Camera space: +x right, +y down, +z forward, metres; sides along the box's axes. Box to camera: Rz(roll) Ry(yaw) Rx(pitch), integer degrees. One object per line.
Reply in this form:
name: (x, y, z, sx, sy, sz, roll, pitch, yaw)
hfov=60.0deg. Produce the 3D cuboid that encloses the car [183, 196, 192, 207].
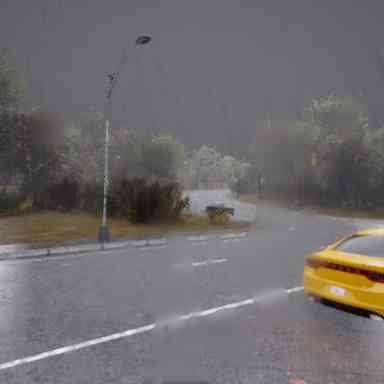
car: (-1.277, 1.506, 53.775, 1.837, 1.490, 4.892, 2, 2, -13)

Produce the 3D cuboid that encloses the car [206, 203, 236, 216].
car: (3.333, 2.004, 38.874, 1.895, 1.301, 4.718, 2, 0, -21)

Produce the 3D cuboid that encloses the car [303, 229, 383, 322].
car: (4.430, 1.512, 6.914, 5.008, 1.535, 1.882, 1, 0, -35)
